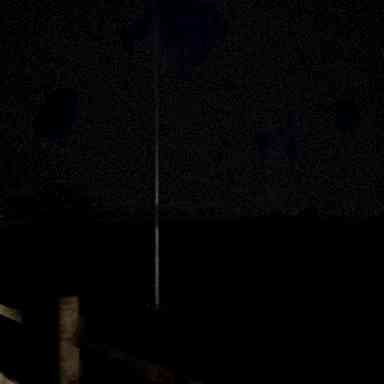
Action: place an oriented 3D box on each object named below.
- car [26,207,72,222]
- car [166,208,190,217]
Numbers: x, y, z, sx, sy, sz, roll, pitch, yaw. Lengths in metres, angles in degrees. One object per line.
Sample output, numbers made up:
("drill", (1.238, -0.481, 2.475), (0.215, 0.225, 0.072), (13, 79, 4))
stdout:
("car", (-15.696, 2.418, 36.609), (1.837, 1.490, 4.892), (0, -2, 35))
("car", (-2.252, 3.363, 55.425), (2.128, 1.511, 4.902), (0, -3, 36))
